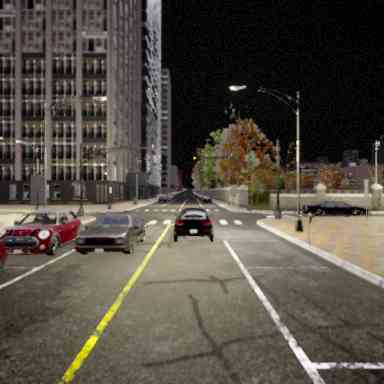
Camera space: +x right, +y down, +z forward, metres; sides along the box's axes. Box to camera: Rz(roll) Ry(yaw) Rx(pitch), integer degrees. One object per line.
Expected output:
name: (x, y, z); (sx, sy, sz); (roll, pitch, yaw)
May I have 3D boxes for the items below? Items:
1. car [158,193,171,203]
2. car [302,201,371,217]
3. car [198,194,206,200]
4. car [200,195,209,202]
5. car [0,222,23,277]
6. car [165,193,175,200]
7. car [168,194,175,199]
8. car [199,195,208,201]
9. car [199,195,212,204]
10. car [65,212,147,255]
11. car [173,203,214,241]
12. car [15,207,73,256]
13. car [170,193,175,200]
car: (-5.860, 1.455, 67.398); (1.947, 1.339, 4.313); (0, 0, 0)
car: (12.477, 1.467, 28.964); (5.357, 1.411, 2.033); (0, 0, 11)
car: (2.658, 1.372, 89.699); (1.887, 1.381, 4.507); (0, 0, 0)
car: (2.664, 1.423, 73.017); (1.887, 1.381, 4.507); (0, 0, 0)
car: (-5.692, 1.576, 7.182); (1.802, 1.307, 4.206); (0, 0, 0)
car: (-5.867, 1.142, 89.640); (2.192, 1.841, 5.009); (0, 0, 0)
car: (-5.869, 1.370, 95.202); (1.947, 1.339, 4.313); (0, 0, 0)
car: (2.662, 1.415, 78.577); (2.008, 1.369, 4.403); (0, 0, 0)
car: (2.729, 1.466, 61.902); (1.947, 1.339, 4.313); (0, 0, 0)
car: (-3.014, 1.534, 13.558); (2.033, 1.411, 5.357); (0, 0, 1)
car: (0.090, 1.508, 16.407); (1.812, 1.442, 4.674); (0, 0, 1)
car: (-5.694, 1.427, 12.875); (1.967, 1.590, 4.097); (0, 0, 0)
car: (-5.866, 1.287, 84.082); (1.967, 1.590, 4.097); (0, 0, 0)
